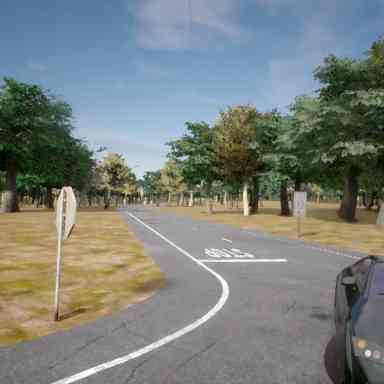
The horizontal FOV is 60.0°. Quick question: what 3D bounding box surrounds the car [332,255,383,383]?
[{"bbox_3d":[3.076,1.642,4.582,1.994,1.385,4.181,1,-1,22],"label":"car"}]
